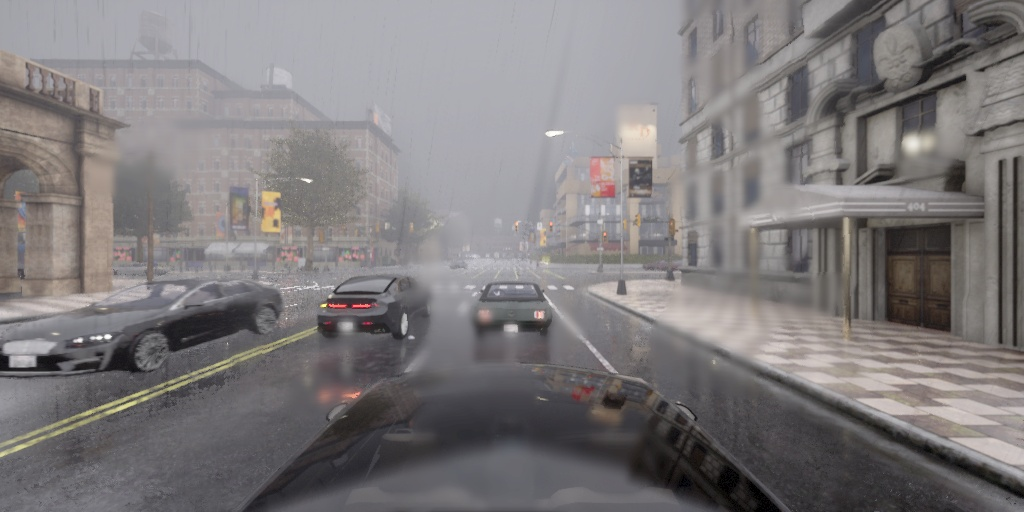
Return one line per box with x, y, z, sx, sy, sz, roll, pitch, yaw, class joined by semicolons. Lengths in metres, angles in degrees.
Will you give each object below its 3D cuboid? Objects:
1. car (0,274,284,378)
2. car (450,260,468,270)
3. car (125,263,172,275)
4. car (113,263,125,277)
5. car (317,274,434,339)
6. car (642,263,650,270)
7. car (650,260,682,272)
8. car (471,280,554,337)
-7.034;1.248;7.600;2.128;1.511;4.902;0;0;0;car
-7.403;1.237;50.358;1.994;1.385;4.181;0;0;0;car
-37.204;1.321;35.944;4.718;1.301;1.895;0;0;0;car
-38.428;1.287;32.442;4.181;1.385;1.994;0;0;0;car
-3.488;1.248;10.019;1.837;1.490;4.892;0;0;0;car
19.804;1.236;47.807;4.674;1.442;1.812;-1;0;0;car
20.073;1.238;44.308;4.674;1.442;1.812;0;0;-1;car
0.013;1.343;10.242;1.895;1.301;4.718;0;0;0;car
